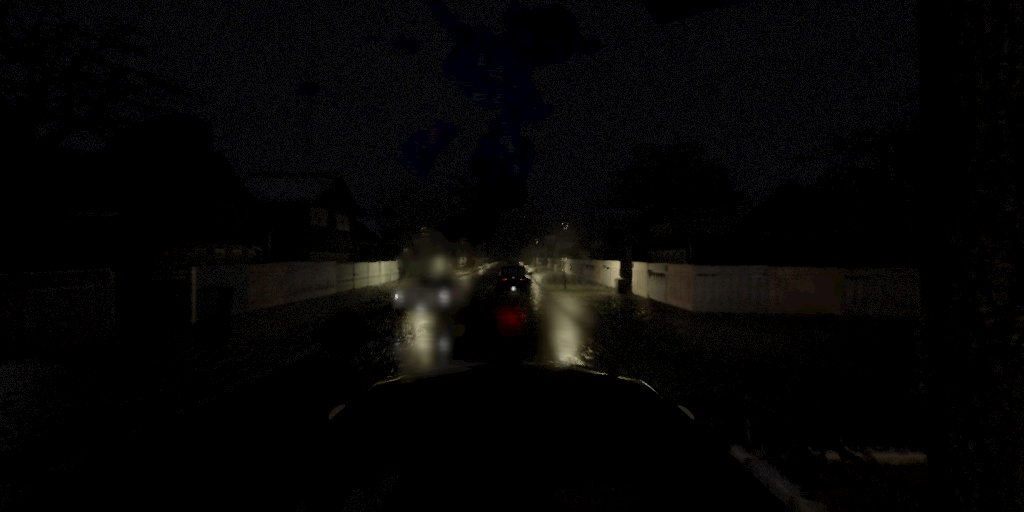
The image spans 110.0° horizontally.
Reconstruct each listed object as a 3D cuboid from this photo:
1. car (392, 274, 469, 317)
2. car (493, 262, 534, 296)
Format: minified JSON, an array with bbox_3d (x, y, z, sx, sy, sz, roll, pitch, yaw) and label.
[{"bbox_3d":[-2.803,1.355,13.300,1.895,1.301,4.718,0,0,1],"label":"car"},{"bbox_3d":[0.080,1.263,19.196,1.837,1.490,4.892,0,0,0],"label":"car"}]
